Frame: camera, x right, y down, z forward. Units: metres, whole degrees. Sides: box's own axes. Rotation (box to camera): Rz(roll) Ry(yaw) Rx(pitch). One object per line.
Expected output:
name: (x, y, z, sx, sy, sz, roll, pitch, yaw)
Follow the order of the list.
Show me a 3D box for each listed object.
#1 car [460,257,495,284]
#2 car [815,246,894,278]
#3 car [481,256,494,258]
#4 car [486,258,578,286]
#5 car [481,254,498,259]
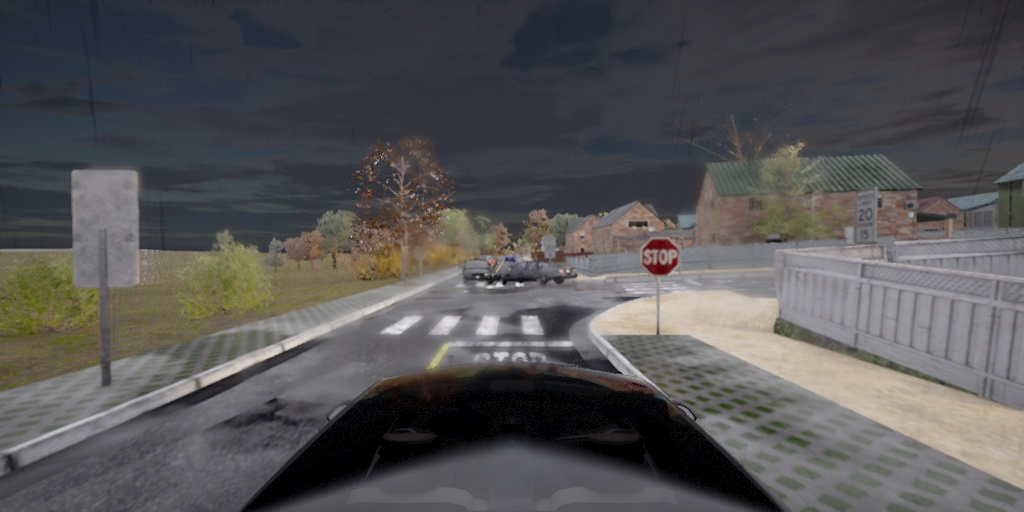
car: (-2.382, 1.001, 23.999, 1.837, 1.490, 4.892, 0, 1, -8)
car: (14.308, 0.256, 15.557, 4.181, 1.385, 1.994, -3, 0, 16)
car: (-3.044, 0.938, 33.809, 2.033, 1.411, 5.357, 0, 1, 0)
car: (1.223, 0.975, 21.109, 5.357, 1.411, 2.033, -4, -2, 43)
car: (-3.100, 0.636, 43.810, 2.097, 1.767, 4.553, 0, 1, 0)
